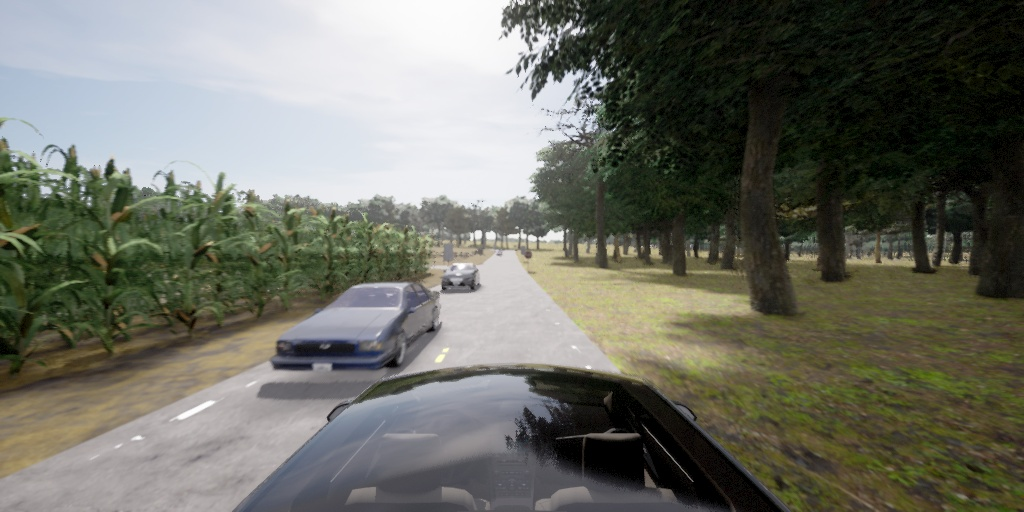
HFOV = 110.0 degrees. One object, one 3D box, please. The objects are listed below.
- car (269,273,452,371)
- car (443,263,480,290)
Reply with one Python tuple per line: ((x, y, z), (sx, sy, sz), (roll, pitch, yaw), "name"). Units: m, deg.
((-2.889, 1.299, 8.119), (2.033, 1.411, 5.357), (0, 0, 0), "car")
((-2.973, 1.171, 21.573), (2.128, 1.511, 4.902), (0, 0, 0), "car")
